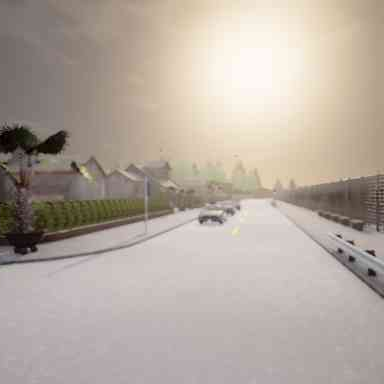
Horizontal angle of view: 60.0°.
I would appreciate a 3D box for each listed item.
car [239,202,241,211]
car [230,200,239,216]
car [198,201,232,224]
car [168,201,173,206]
[{"bbox_3d":[5.762,1.863,46.289,1.994,1.385,4.181,-1,0,11],"label":"car"},{"bbox_3d":[3.742,1.724,36.491,1.882,1.535,5.008,-1,0,12],"label":"car"},{"bbox_3d":[1.785,1.742,26.842,2.033,1.411,5.357,-1,0,11],"label":"car"},{"bbox_3d":[-4.622,1.626,48.248,3.633,1.501,1.845,-1,0,8],"label":"car"}]
